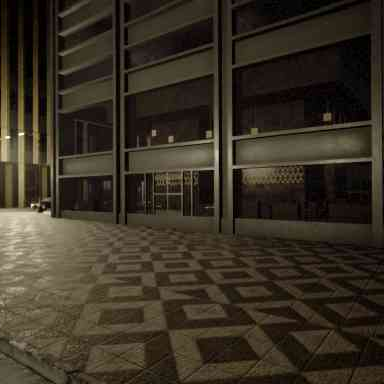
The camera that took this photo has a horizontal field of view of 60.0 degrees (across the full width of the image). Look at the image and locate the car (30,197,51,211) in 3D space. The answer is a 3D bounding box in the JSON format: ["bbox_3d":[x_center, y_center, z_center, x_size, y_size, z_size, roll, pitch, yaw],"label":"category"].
[{"bbox_3d":[-16.038,1.339,38.249,2.128,1.511,4.902,0,0,36],"label":"car"}]
